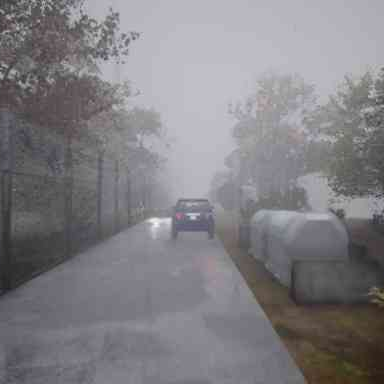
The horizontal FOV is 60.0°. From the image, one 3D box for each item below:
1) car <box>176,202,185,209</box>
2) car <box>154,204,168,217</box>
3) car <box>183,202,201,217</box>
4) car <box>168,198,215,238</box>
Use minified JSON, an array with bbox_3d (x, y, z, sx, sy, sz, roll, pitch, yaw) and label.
[{"bbox_3d":[-2.648,3.039,77.155,1.882,1.535,5.008,0,-2,0],"label":"car"},{"bbox_3d":[-2.902,1.975,35.545,1.895,1.301,4.718,0,-1,0],"label":"car"},{"bbox_3d":[0.044,1.878,36.943,1.882,1.535,5.008,0,-1,0],"label":"car"},{"bbox_3d":[0.066,1.337,18.435,2.150,2.045,5.566,0,-1,0],"label":"car"}]
